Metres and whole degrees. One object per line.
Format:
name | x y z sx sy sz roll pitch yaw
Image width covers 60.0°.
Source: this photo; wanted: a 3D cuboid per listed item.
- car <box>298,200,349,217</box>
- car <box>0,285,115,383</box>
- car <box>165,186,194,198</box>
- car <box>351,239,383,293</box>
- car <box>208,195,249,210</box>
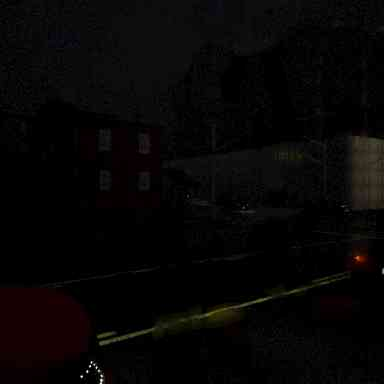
car | 12.519 1.490 32.035 2.128 1.511 4.902 0 0 -36
car | -3.153 1.221 1.518 5.566 2.045 2.150 0 0 -35
car | -1.748 -0.076 45.641 1.895 1.301 4.718 0 9 -36
car | 5.579 1.564 7.732 4.181 1.385 1.994 0 0 -35
car | 3.999 1.105 37.592 2.033 1.411 5.357 0 5 -36
